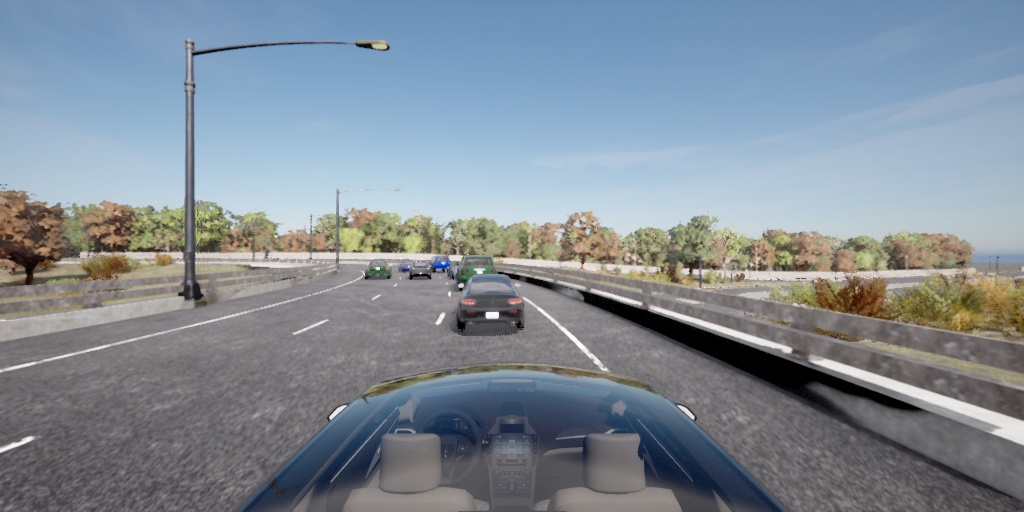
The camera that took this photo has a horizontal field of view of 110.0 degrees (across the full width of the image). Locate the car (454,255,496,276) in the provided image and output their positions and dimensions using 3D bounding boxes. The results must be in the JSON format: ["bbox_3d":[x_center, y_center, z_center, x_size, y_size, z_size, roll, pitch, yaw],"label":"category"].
[{"bbox_3d":[-2.282,0.973,22.304,2.150,2.045,5.566,0,0,-11],"label":"car"}]

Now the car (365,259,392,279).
[{"bbox_3d":[-12.069,1.106,32.606,2.097,1.767,4.553,0,0,-17],"label":"car"}]

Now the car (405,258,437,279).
[{"bbox_3d":[-8.274,1.243,32.256,2.128,1.511,4.902,0,0,-16],"label":"car"}]

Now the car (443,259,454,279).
[{"bbox_3d":[-4.819,1.296,32.799,2.033,1.411,5.357,0,0,-16],"label":"car"}]

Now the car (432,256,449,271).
[{"bbox_3d":[-9.128,0.973,44.843,2.150,2.045,5.566,0,0,-23],"label":"car"}]

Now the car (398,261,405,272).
[{"bbox_3d":[-13.196,1.316,45.331,1.994,1.385,4.181,0,0,-24],"label":"car"}]

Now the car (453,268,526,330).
[{"bbox_3d":[-0.680,1.275,11.012,1.812,1.442,4.674,0,0,-5],"label":"car"}]
